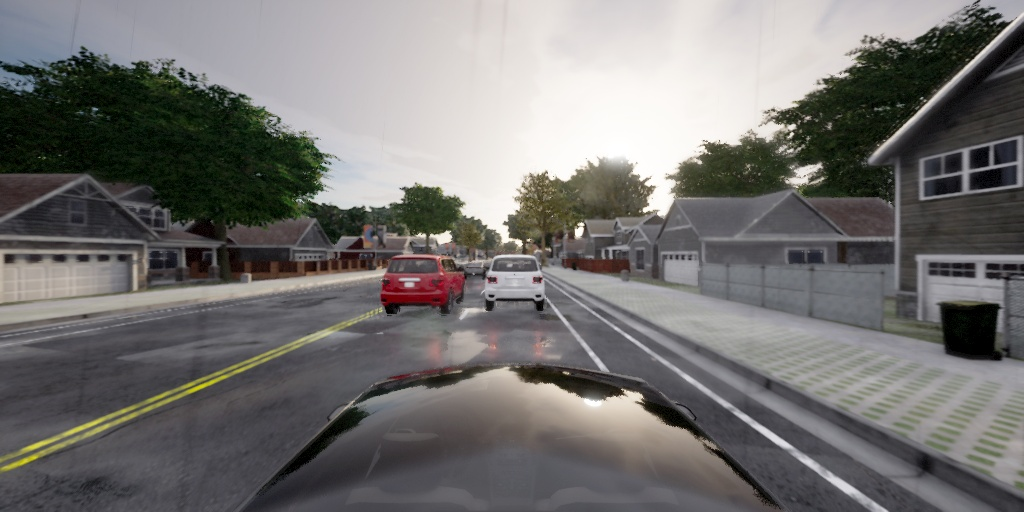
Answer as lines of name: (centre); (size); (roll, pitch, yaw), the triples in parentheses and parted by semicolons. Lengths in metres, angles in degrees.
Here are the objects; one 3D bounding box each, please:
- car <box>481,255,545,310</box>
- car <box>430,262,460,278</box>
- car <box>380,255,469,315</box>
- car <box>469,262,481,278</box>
car: (0.100, 0.979, 14.854); (2.150, 2.045, 5.566); (0, 0, 0)
car: (-6.599, 1.332, 35.882); (2.033, 1.411, 5.357); (0, 0, 0)
car: (-3.150, 0.978, 13.697); (2.150, 2.045, 5.566); (0, 0, 0)
car: (-3.151, 1.270, 31.952); (2.128, 1.511, 4.902); (0, 0, 0)
